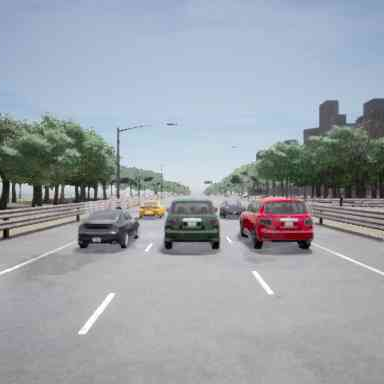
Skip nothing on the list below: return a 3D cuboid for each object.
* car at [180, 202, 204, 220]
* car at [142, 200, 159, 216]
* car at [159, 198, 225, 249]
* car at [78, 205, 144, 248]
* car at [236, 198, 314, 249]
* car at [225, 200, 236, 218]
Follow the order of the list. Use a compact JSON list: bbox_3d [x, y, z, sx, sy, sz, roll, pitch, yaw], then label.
[{"bbox_3d":[0.000,1.612,29.680,1.895,1.301,4.718,0,0,0],"label":"car"},{"bbox_3d":[-3.500,1.481,29.650,1.882,1.535,5.008,0,0,0],"label":"car"},{"bbox_3d":[0.000,1.258,14.680,2.150,2.045,5.566,0,0,0],"label":"car"},{"bbox_3d":[-3.500,1.516,14.650,1.837,1.490,4.892,0,0,0],"label":"car"},{"bbox_3d":[3.499,1.258,14.681,2.150,2.045,5.566,0,0,0],"label":"car"},{"bbox_3d":[3.500,1.492,29.650,2.128,1.511,4.902,0,0,0],"label":"car"}]
